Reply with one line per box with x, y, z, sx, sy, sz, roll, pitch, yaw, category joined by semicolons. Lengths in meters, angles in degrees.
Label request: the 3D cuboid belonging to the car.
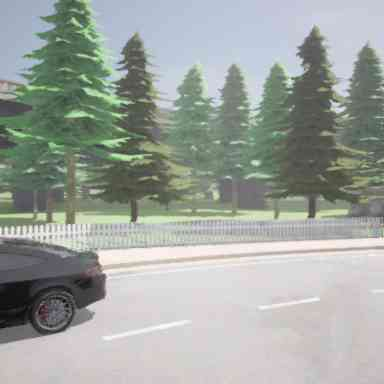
-3.711;1.493;5.247;4.674;1.442;1.812;0;0;-33;car
